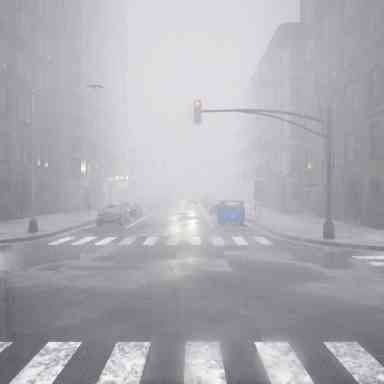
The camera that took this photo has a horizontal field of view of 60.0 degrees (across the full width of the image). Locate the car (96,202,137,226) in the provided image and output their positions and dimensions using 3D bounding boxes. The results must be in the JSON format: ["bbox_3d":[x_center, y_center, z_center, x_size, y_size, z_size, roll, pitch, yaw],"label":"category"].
[{"bbox_3d":[-5.392,1.550,23.187,2.008,1.369,4.403,0,0,0],"label":"car"}]

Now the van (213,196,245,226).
[{"bbox_3d":[2.633,1.340,23.197,1.690,1.788,3.998,0,0,0],"label":"van"}]

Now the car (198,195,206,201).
[{"bbox_3d":[2.623,1.531,85.691,1.947,1.339,4.313,0,0,0],"label":"car"}]

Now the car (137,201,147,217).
[{"bbox_3d":[-5.393,1.543,28.868,1.887,1.381,4.507,0,0,0],"label":"car"}]

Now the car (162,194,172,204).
[{"bbox_3d":[-5.399,1.548,62.960,1.947,1.339,4.313,0,0,0],"label":"car"}]

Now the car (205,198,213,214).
[{"bbox_3d":[2.631,1.580,34.559,1.802,1.307,4.206,0,0,0],"label":"car"}]

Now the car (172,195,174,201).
[{"bbox_3d":[-5.400,1.293,68.641,2.192,1.841,5.009,0,0,0],"label":"car"}]

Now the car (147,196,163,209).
[{"bbox_3d":[-5.396,1.520,45.744,1.752,1.417,4.829,0,0,0],"label":"car"}]

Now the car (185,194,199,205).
[{"bbox_3d":[0.093,1.512,57.276,1.812,1.442,4.674,0,0,0],"label":"car"}]

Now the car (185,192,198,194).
[{"bbox_3d":[0.083,1.331,67.106,2.097,1.767,4.553,0,0,-2],"label":"car"}]

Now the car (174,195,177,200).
[{"bbox_3d":[-5.401,1.410,80.005,1.967,1.590,4.097,0,0,0],"label":"car"}]

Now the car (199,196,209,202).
[{"bbox_3d":[2.625,1.524,74.328,2.008,1.369,4.403,0,0,0],"label":"car"}]

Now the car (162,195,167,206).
[{"bbox_3d":[-5.397,1.556,51.596,1.947,1.339,4.313,0,0,0],"label":"car"}]

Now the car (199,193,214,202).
[{"bbox_3d":[2.629,1.305,51.603,2.192,1.841,5.009,0,0,0],"label":"car"}]

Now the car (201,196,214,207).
[{"bbox_3d":[2.629,1.576,45.922,1.802,1.307,4.206,0,0,0],"label":"car"}]
